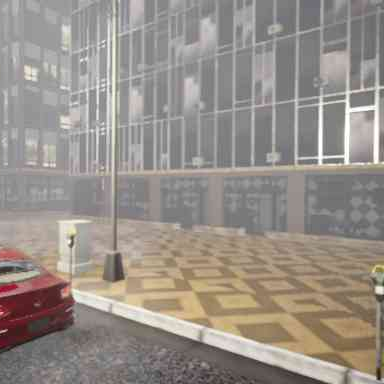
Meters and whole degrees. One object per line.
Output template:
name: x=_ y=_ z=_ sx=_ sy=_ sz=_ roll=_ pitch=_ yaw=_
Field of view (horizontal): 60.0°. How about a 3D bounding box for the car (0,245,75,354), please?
car: x=-3.644 y=1.543 z=5.470 sx=4.206 sy=1.307 sz=1.802 roll=0 pitch=1 yaw=36
